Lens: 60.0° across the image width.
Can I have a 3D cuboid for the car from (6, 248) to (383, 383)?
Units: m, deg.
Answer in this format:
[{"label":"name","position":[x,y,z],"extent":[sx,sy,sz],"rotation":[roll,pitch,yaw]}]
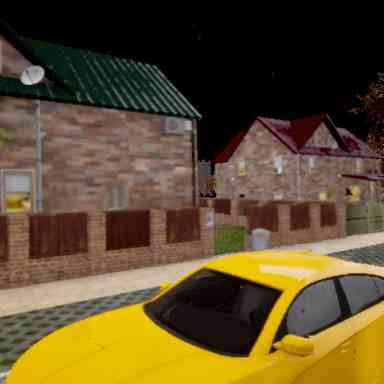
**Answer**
[{"label":"car","position":[0.783,1.467,3.627],"extent":[5.008,1.535,1.882],"rotation":[0,0,-35]}]
